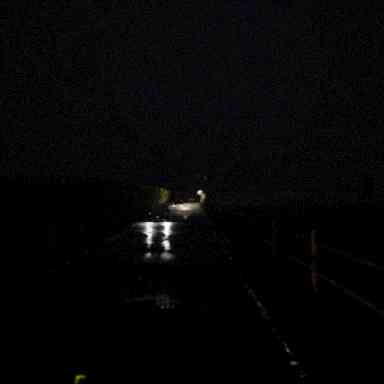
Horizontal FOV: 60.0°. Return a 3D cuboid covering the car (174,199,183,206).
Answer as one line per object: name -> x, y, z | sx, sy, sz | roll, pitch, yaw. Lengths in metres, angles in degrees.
car -> -2.814, 2.208, 71.436 | 2.033, 1.411, 5.357 | 0, 0, 0

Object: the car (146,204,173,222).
car -> -2.875, 1.825, 30.049 | 1.812, 1.442, 4.674 | 0, -1, 0
